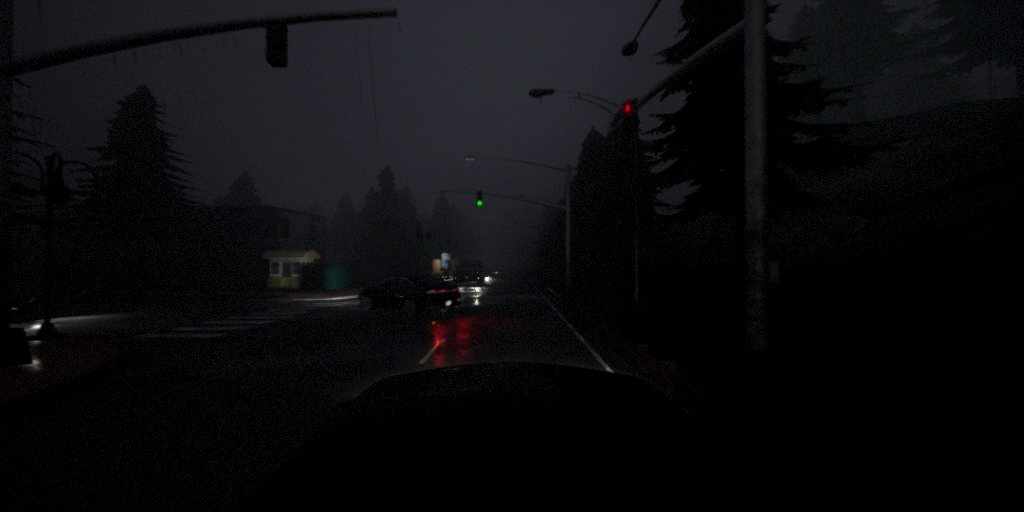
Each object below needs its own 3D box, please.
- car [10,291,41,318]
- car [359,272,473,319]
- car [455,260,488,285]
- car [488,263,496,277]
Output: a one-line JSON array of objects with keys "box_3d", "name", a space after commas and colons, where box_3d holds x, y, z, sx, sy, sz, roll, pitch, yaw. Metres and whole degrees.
[{"box_3d": [-19.762, 1.579, 12.751, 4.674, 1.442, 1.812, 0, -1, 5], "name": "car"}, {"box_3d": [-4.144, 1.479, 14.147, 4.902, 1.511, 2.128, -1, -1, 38], "name": "car"}, {"box_3d": [-3.590, 1.358, 31.195, 2.150, 2.045, 5.566, 0, 0, 0], "name": "car"}, {"box_3d": [-3.587, 1.820, 45.506, 2.128, 1.511, 4.902, 0, -1, 0], "name": "car"}]
